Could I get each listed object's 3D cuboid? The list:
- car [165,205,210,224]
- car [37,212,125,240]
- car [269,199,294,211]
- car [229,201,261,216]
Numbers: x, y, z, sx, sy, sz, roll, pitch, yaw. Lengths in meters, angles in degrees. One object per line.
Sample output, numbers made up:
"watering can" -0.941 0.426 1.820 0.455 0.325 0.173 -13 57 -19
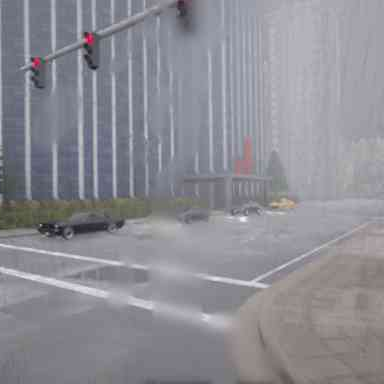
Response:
"car" -0.315 1.783 27.026 1.994 1.385 4.181 -1 -1 36
"car" -6.161 1.827 18.883 1.895 1.301 4.718 -1 -1 36
"car" 11.816 1.683 43.838 1.882 1.535 5.008 -1 -1 36
"car" 5.730 1.718 35.433 1.837 1.490 4.892 -1 -1 36
